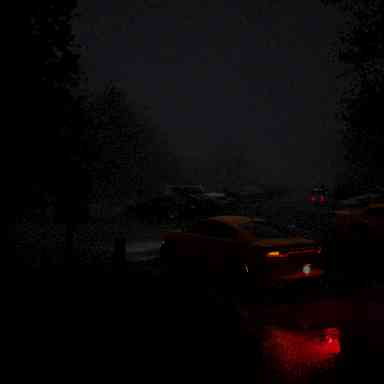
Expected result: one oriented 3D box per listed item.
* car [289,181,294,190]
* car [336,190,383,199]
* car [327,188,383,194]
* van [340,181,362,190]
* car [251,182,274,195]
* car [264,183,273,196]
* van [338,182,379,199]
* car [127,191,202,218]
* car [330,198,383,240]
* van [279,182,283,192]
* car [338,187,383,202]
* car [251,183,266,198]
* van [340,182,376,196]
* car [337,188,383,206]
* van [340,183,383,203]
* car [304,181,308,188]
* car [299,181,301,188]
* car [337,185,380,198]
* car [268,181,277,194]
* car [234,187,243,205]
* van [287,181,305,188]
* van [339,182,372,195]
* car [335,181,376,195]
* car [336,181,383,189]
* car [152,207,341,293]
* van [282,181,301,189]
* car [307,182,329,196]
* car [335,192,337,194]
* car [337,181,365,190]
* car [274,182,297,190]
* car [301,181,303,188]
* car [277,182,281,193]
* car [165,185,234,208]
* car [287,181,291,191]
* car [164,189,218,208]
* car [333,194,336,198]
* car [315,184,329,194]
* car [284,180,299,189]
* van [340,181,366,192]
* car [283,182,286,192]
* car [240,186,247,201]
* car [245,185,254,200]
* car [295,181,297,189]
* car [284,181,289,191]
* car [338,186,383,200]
[{"bbox_3d":[15.781,-0.849,62.805,5.366,1.575,1.946,1,2,24],"label":"car"},{"bbox_3d":[9.961,1.019,16.973,4.553,1.767,2.185,1,3,24],"label":"car"},{"bbox_3d":[13.085,0.776,24.539,5.366,1.575,1.946,1,3,24],"label":"car"},{"bbox_3d":[35.893,-1.542,75.105,4.442,1.987,1.878,1,2,24],"label":"van"},{"bbox_3d":[8.058,-0.145,44.984,4.892,1.521,2.231,1,3,24],"label":"car"},{"bbox_3d":[7.110,-0.036,42.379,5.366,1.575,1.946,1,3,24],"label":"car"},{"bbox_3d":[21.015,-0.262,42.179,4.442,1.987,1.878,1,3,24],"label":"van"},{"bbox_3d":[-2.098,0.965,22.195,4.792,1.488,2.163,1,3,24],"label":"car"},{"bbox_3d":[8.803,1.265,14.463,5.008,1.535,2.097,1,3,24],"label":"car"},{"bbox_3d":[11.551,-0.674,52.532,4.442,1.987,1.878,1,2,24],"label":"van"},{"bbox_3d":[18.952,0.204,37.211,4.792,1.488,2.163,1,3,24],"label":"car"},{"bbox_3d":[5.695,0.070,40.108,5.366,1.575,1.946,1,3,24],"label":"car"},{"bbox_3d":[23.475,-0.458,47.162,4.442,1.987,1.878,1,2,24],"label":"van"},{"bbox_3d":[16.601,0.445,32.062,4.792,1.488,2.163,1,3,24],"label":"car"},{"bbox_3d":[17.908,0.067,34.633,4.442,1.987,1.878,1,3,24],"label":"van"},{"bbox_3d":[26.117,-1.979,85.527,5.566,2.045,2.435,1,2,24],"label":"car"},{"bbox_3d":[21.556,-1.461,75.414,4.553,1.767,2.185,1,2,24],"label":"car"},{"bbox_3d":[22.249,-0.136,44.686,5.008,1.535,2.097,1,2,24],"label":"car"},{"bbox_3d":[9.220,-0.376,47.502,4.553,1.767,2.185,1,3,24],"label":"car"},{"bbox_3d":[1.478,0.569,29.710,5.366,1.575,1.946,1,3,24],"label":"car"},{"bbox_3d":[28.231,-2.079,90.645,4.442,1.987,1.878,1,2,24],"label":"van"},{"bbox_3d":[24.386,-0.560,49.786,4.442,1.987,1.878,1,2,24],"label":"van"},{"bbox_3d":[25.591,-0.682,52.279,5.566,2.045,2.435,1,2,24],"label":"car"},{"bbox_3d":[15.528,0.287,29.498,5.566,2.045,2.435,1,3,24],"label":"car"},{"bbox_3d":[0.953,1.351,8.625,1.882,1.535,5.008,2,-1,-32],"label":"car"},{"bbox_3d":[24.858,-1.858,83.051,4.442,1.987,1.878,1,2,24],"label":"van"},{"bbox_3d":[18.121,-0.239,47.572,2.128,1.511,4.902,1,2,24],"label":"car"},{"bbox_3d":[12.128,0.945,21.938,4.674,1.452,2.002,1,3,24],"label":"car"},{"bbox_3d":[34.636,-1.472,72.633,5.566,2.045,2.435,1,2,24],"label":"car"},{"bbox_3d":[20.429,-1.363,72.879,4.553,1.767,2.185,1,2,24],"label":"car"},{"bbox_3d":[22.706,-1.434,77.944,5.008,1.535,2.097,1,2,24],"label":"car"},{"bbox_3d":[10.344,-0.321,50.042,4.792,1.488,2.163,1,2,24],"label":"car"},{"bbox_3d":[0.207,0.441,27.227,5.566,2.045,2.435,1,3,24],"label":"car"},{"bbox_3d":[14.798,-0.716,60.207,4.792,1.488,2.163,1,2,24],"label":"car"},{"bbox_3d":[-0.940,0.814,24.714,5.008,1.535,2.097,1,3,24],"label":"car"},{"bbox_3d":[10.980,1.056,19.420,4.792,1.488,2.163,1,3,24],"label":"car"},{"bbox_3d":[22.301,-0.618,56.976,1.882,1.535,5.008,1,2,24],"label":"car"},{"bbox_3d":[19.161,-1.145,70.411,5.366,1.575,1.946,1,2,24],"label":"car"},{"bbox_3d":[31.396,-1.150,64.986,4.442,1.987,1.878,1,2,24],"label":"van"},{"bbox_3d":[12.544,-0.519,55.136,4.792,1.488,2.163,1,2,24],"label":"car"},{"bbox_3d":[2.441,0.447,32.317,4.892,1.521,2.231,1,3,24],"label":"car"},{"bbox_3d":[3.392,0.318,34.929,5.366,1.575,1.946,1,3,24],"label":"car"},{"bbox_3d":[18.199,-1.039,67.803,4.892,1.521,2.231,1,2,24],"label":"car"},{"bbox_3d":[13.671,-0.618,57.672,4.792,1.488,2.163,1,2,24],"label":"car"},{"bbox_3d":[20.024,0.099,39.620,4.792,1.488,2.163,1,3,24],"label":"car"}]
